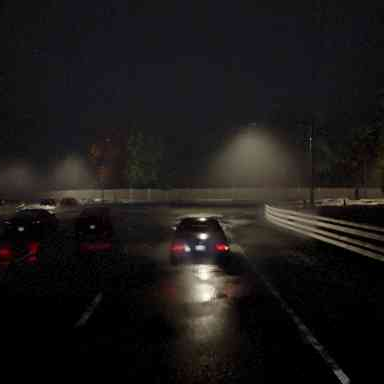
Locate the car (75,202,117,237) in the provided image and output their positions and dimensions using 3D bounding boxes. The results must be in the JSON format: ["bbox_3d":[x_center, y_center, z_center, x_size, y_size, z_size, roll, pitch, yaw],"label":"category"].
[{"bbox_3d":[-5.367,1.589,18.907,1.882,1.535,5.008,0,0,-10],"label":"car"}]

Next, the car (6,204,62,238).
[{"bbox_3d":[-8.866,1.648,18.696,1.812,1.442,4.674,0,0,-10],"label":"car"}]

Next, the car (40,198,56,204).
[{"bbox_3d":[-25.707,1.883,59.459,1.837,1.490,4.892,0,0,-37],"label":"car"}]

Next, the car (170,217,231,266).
[{"bbox_3d":[0.267,1.604,11.688,2.033,1.411,5.357,0,0,1],"label":"car"}]

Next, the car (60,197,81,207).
[{"bbox_3d":[-22.808,1.731,61.422,2.097,1.767,4.553,0,0,-37],"label":"car"}]

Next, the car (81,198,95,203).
[{"bbox_3d":[-19.943,1.901,63.432,1.812,1.442,4.674,0,0,-37],"label":"car"}]
